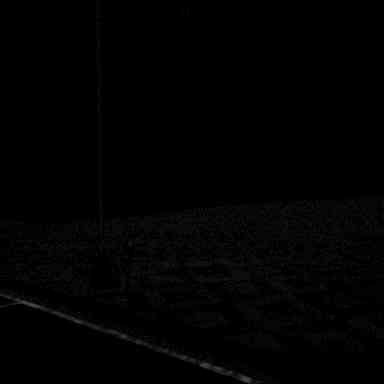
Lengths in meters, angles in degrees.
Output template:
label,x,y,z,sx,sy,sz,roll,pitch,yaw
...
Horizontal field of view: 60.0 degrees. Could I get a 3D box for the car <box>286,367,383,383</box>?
label,x,y,z,sx,sy,sz,roll,pitch,yaw
car,2.297,1.537,1.219,4.403,1.369,2.008,-1,-1,36
